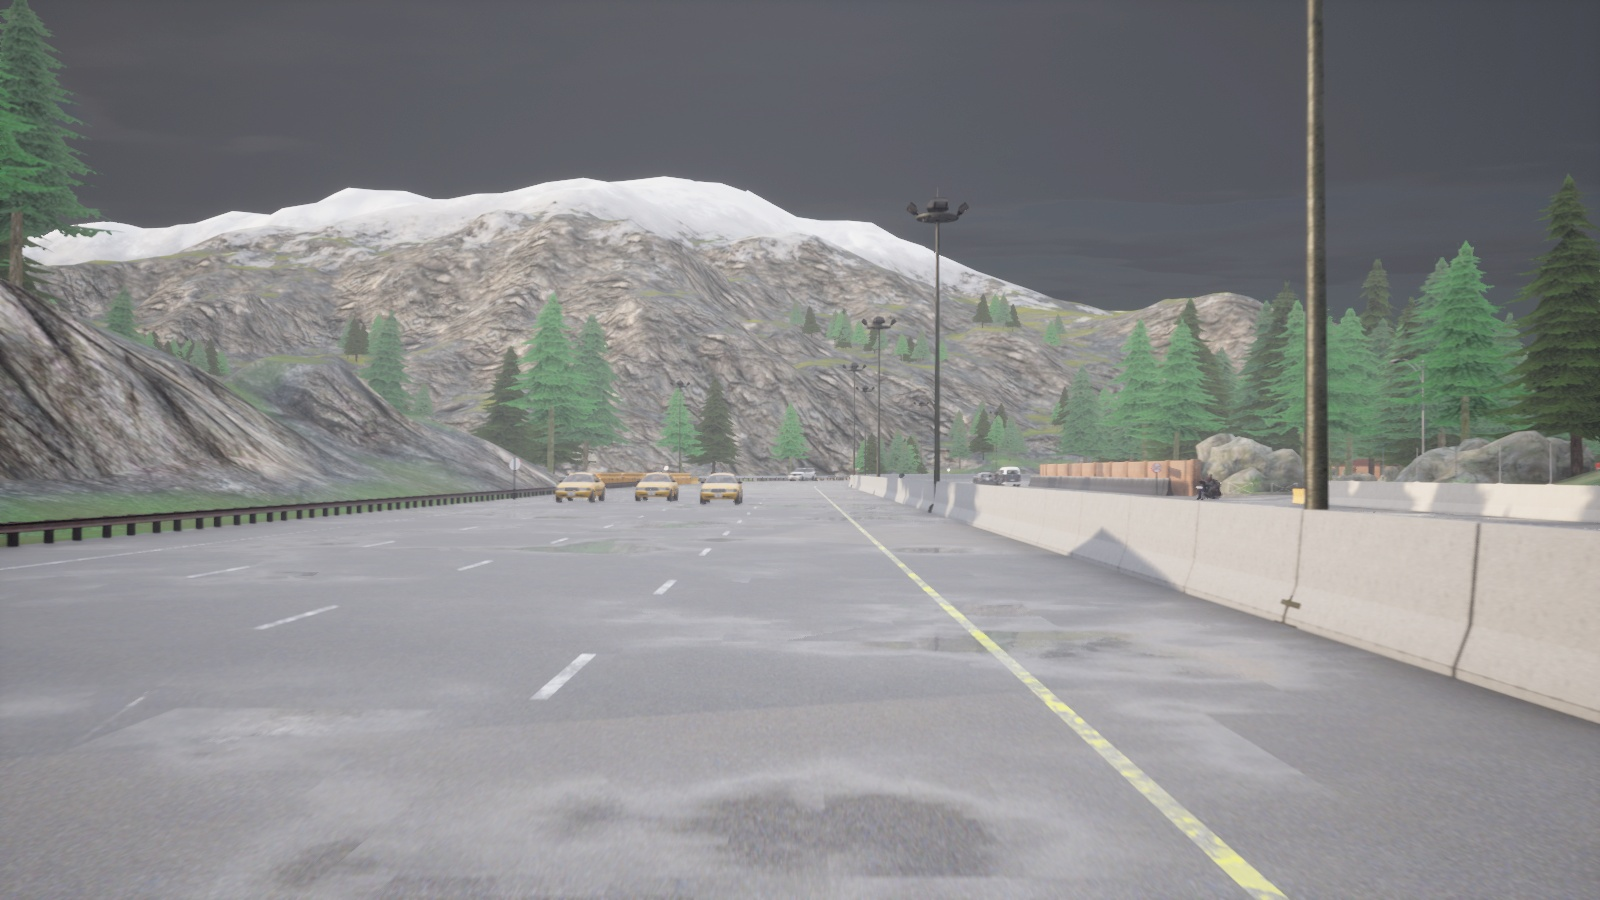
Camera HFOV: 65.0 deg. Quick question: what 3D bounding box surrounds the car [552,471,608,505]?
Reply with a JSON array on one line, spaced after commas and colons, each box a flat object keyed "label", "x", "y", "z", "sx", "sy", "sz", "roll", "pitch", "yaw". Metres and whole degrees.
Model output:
[{"label": "car", "x": -10.649, "y": 1.819, "z": 61.213, "sx": 1.801, "sy": 1.575, "sz": 5.366, "roll": 0, "pitch": -1, "yaw": 0}]

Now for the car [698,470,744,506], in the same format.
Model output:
[{"label": "car", "x": -3.643, "y": 1.751, "z": 58.778, "sx": 1.801, "sy": 1.575, "sz": 5.366, "roll": 0, "pitch": -1, "yaw": 0}]

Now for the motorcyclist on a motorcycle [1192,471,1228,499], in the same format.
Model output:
[{"label": "motorcyclist on a motorcycle", "x": 23.242, "y": 1.947, "z": 71.112, "sx": 2.191, "sy": 1.530, "sz": 0.866, "roll": 1, "pitch": 1, "yaw": -40}]

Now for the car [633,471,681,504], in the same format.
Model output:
[{"label": "car", "x": -7.153, "y": 1.839, "z": 63.198, "sx": 1.801, "sy": 1.575, "sz": 5.366, "roll": 0, "pitch": -1, "yaw": 0}]
